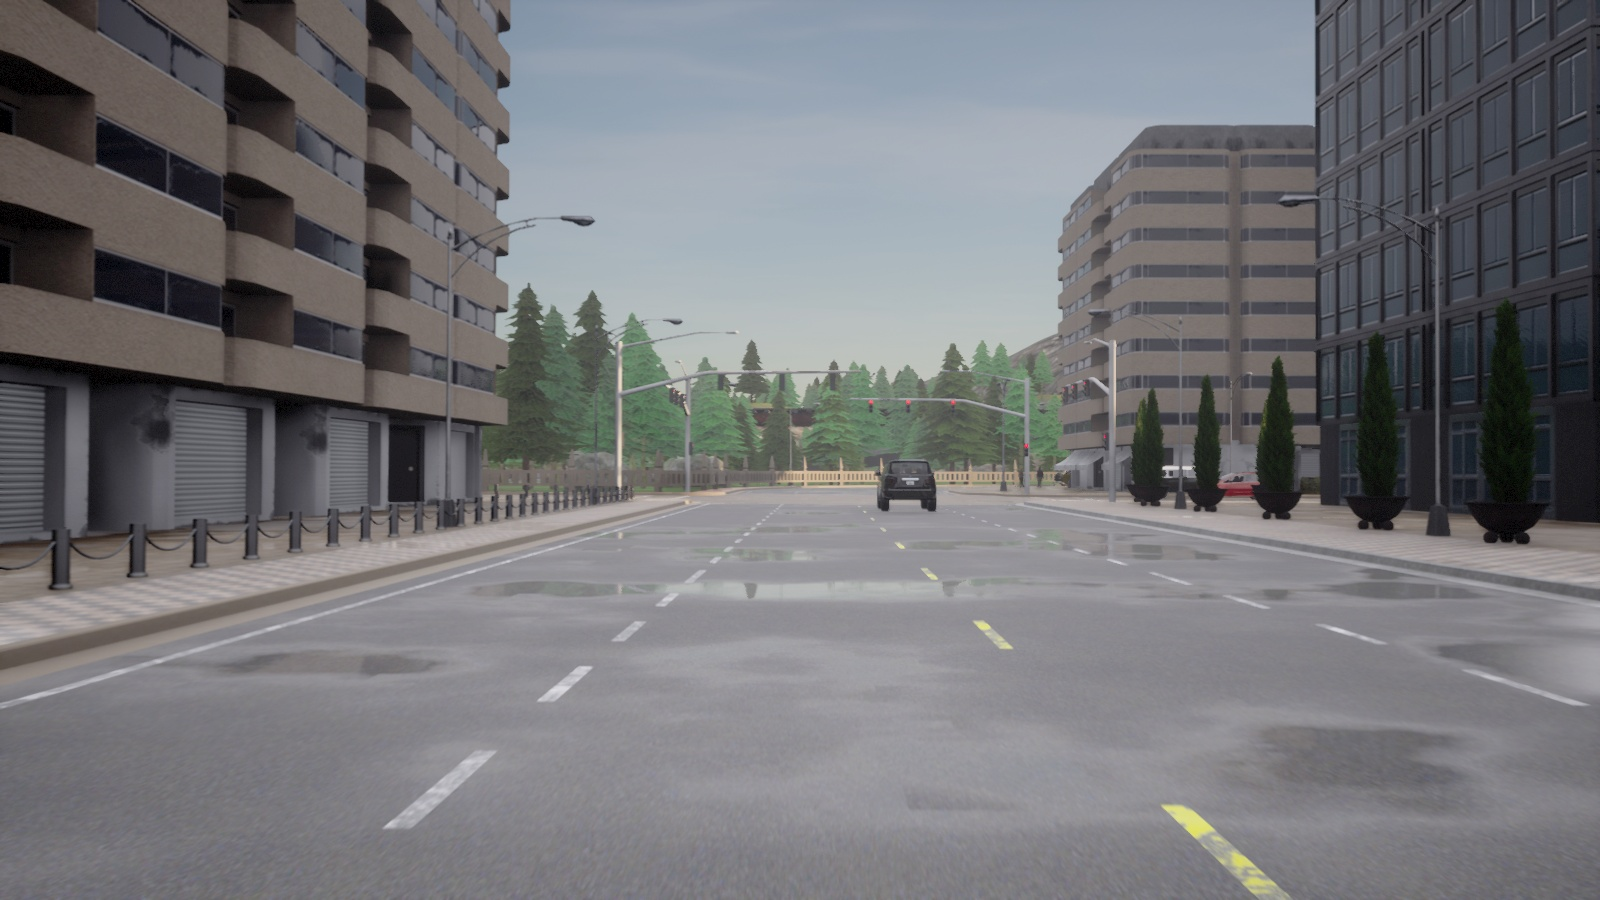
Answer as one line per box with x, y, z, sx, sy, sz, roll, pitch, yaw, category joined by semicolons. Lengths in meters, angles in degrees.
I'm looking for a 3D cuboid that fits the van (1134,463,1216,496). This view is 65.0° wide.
23.309;1.812;78.093;4.480;2.038;2.069;0;-1;1;van

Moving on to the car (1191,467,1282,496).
25.890;1.864;74.555;4.611;1.667;2.242;0;-1;1;car

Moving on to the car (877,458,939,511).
4.324;1.371;51.018;2.150;2.045;5.566;0;-1;1;car
